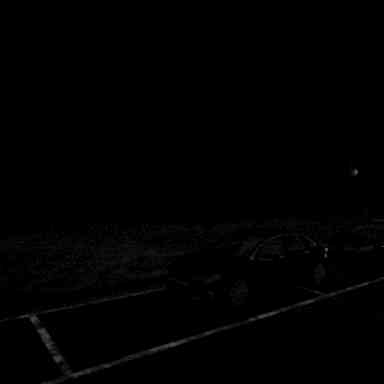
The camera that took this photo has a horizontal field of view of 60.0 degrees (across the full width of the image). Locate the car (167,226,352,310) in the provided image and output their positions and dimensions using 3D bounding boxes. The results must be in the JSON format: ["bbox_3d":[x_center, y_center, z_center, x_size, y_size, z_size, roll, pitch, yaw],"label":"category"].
[{"bbox_3d":[1.503,1.549,7.721,4.403,1.369,2.008,0,0,-36],"label":"car"}]

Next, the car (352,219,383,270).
[{"bbox_3d":[6.068,1.579,10.980,4.206,1.307,1.802,0,0,-36],"label":"car"}]
